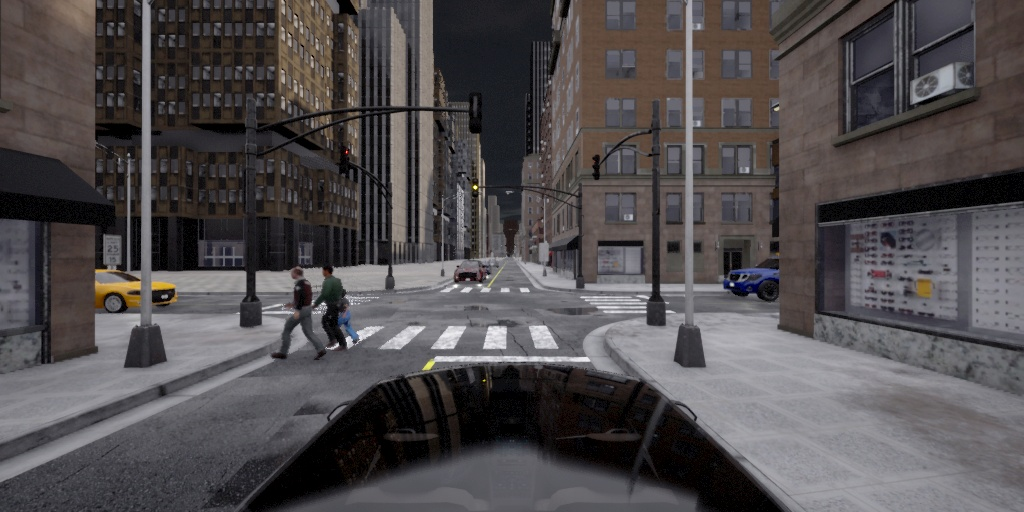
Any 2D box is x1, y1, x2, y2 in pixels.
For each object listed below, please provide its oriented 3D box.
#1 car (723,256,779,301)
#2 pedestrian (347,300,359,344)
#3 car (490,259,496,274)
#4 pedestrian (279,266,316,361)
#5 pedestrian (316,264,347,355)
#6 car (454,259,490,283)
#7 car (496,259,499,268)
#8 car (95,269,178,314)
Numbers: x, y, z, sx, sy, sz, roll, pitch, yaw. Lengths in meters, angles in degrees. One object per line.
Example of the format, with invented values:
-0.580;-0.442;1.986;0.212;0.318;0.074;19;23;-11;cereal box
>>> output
13.014;0.970;16.726;5.566;2.045;2.150;0;0;-1;car
-3.791;1.324;8.141;0.375;1.300;0.375;0;0;0;pedestrian
-3.172;1.299;38.858;2.033;1.411;5.357;0;0;0;car
-4.067;1.044;6.814;0.375;1.860;0.375;0;0;0;pedestrian
-3.779;1.046;7.510;0.375;1.860;0.375;0;0;0;pedestrian
-3.156;1.103;27.840;2.097;1.767;4.553;0;0;0;car
-3.154;1.243;58.646;2.128;1.511;4.902;0;0;1;car
-15.367;1.232;13.272;5.008;1.535;1.882;0;0;0;car
